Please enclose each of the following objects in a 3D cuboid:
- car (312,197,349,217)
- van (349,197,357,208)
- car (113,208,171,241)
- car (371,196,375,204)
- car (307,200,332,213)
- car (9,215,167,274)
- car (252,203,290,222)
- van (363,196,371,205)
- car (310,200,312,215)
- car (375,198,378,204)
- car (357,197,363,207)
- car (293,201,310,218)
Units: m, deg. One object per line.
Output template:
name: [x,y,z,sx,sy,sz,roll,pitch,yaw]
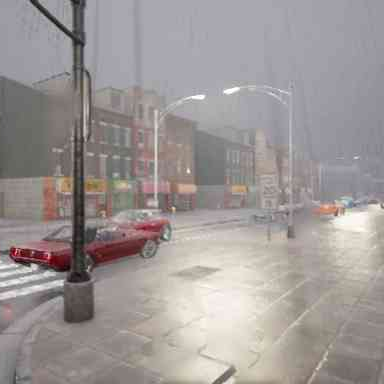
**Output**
car: [14.527,1.571,34.695,2.097,1.767,4.553,0,0,35]
van: [25.463,1.710,54.885,1.690,1.788,3.998,-1,-1,35]
car: [-2.798,1.517,14.973,1.967,1.590,4.097,-1,-1,35]
car: [38.024,2.058,72.621,1.887,1.381,4.507,-1,-1,35]
car: [15.945,1.791,41.441,1.752,1.417,4.829,-1,-1,35]
car: [-2.973,1.649,10.511,1.895,1.301,4.718,0,0,29]
car: [6.623,1.721,28.275,2.008,1.369,4.403,-1,-1,35]
van: [34.884,1.817,68.189,1.690,1.788,3.998,-1,-1,35]
car: [12.903,1.674,37.146,1.967,1.590,4.097,-1,-1,35]
car: [41.164,1.866,77.058,2.192,1.841,5.009,-1,-1,35]
car: [28.604,1.970,59.317,1.947,1.339,4.313,-1,-1,35]
car: [9.763,1.746,32.710,1.887,1.381,4.507,-1,-1,35]
